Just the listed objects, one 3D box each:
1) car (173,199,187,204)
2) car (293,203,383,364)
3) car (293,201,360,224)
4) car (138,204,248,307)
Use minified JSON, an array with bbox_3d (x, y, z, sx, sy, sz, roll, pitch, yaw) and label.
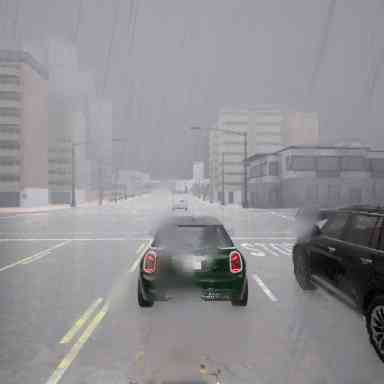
[{"bbox_3d":[-1.567,1.631,42.869,1.812,1.442,4.674,0,-1,-3],"label":"car"},{"bbox_3d":[3.536,1.221,5.818,2.150,2.045,5.566,0,0,0],"label":"car"},{"bbox_3d":[9.889,1.462,24.552,4.181,1.385,1.994,-2,0,-14],"label":"car"},{"bbox_3d":[-0.004,1.352,8.159,2.097,1.767,4.553,0,0,-1],"label":"car"}]
